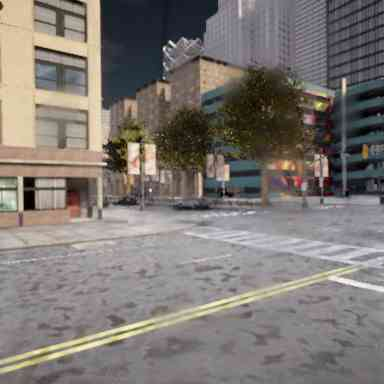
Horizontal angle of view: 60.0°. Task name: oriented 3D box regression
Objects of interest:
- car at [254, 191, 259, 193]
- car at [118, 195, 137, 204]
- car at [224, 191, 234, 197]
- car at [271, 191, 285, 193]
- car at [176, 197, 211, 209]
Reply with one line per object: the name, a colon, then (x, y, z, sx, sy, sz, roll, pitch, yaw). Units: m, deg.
car: (17.878, 0.450, 87.708, 1.895, 1.301, 4.718, -1, 1, -36)
car: (-10.656, 1.209, 54.739, 1.994, 1.385, 4.181, -1, 1, -36)
car: (8.228, 0.580, 81.257, 2.161, 1.482, 4.786, -1, 1, -36)
car: (18.705, 0.422, 73.775, 2.002, 1.452, 4.674, -1, 1, -36)
car: (0.151, 1.244, 39.574, 1.895, 1.301, 4.718, -1, 1, -36)
